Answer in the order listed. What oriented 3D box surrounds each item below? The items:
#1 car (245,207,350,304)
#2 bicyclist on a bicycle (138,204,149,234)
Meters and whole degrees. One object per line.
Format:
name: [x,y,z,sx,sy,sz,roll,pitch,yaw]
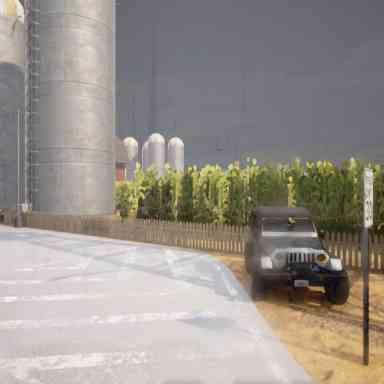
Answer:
car: [2.339,1.358,8.275,1.905,1.878,3.866,0,0,6]
bicyclist on a bicycle: [-2.645,1.476,18.072,0.582,1.620,1.656,1,-3,-31]
